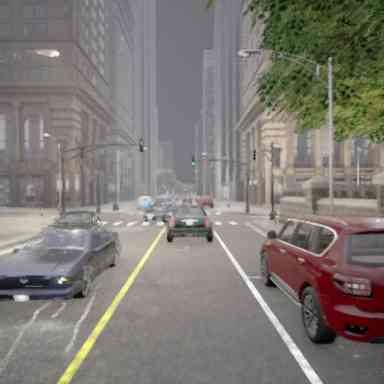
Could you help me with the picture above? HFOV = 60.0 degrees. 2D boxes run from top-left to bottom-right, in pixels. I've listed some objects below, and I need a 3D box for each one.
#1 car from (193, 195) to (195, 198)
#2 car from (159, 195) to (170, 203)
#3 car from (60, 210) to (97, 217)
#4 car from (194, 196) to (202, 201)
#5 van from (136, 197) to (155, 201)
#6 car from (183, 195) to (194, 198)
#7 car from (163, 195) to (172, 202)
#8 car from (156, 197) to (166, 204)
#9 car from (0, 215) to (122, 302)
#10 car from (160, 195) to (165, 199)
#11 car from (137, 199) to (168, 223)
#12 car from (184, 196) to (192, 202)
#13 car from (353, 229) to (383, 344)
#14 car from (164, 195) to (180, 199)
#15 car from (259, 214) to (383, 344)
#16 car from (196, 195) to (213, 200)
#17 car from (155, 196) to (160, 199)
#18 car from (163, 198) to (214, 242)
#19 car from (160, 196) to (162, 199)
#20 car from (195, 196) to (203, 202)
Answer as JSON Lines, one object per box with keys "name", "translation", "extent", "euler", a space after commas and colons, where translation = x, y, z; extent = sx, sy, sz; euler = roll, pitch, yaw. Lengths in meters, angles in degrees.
{"name": "car", "translation": [1.891, 1.768, 71.269], "extent": [2.008, 1.369, 4.403], "euler": [0, 0, -1]}
{"name": "car", "translation": [-6.770, 1.628, 82.039], "extent": [2.192, 1.841, 5.009], "euler": [0, 0, -1]}
{"name": "car", "translation": [-5.961, 1.648, 17.297], "extent": [1.947, 1.339, 4.313], "euler": [0, 0, -1]}
{"name": "car", "translation": [1.620, 1.851, 93.030], "extent": [1.887, 1.381, 4.507], "euler": [0, 0, -1]}
{"name": "van", "translation": [-6.295, 1.504, 43.954], "extent": [1.690, 1.788, 3.998], "euler": [0, 0, -1]}
{"name": "car", "translation": [-0.920, 1.602, 75.014], "extent": [2.097, 1.767, 4.553], "euler": [0, 0, -1]}
{"name": "car", "translation": [-6.905, 1.672, 92.920], "extent": [2.192, 1.841, 5.009], "euler": [0, 0, -1]}
{"name": "car", "translation": [-6.633, 1.814, 71.156], "extent": [1.887, 1.381, 4.507], "euler": [0, 0, -1]}
{"name": "car", "translation": [-3.184, 1.592, 8.832], "extent": [2.033, 1.411, 5.357], "euler": [0, 0, -1]}
{"name": "car", "translation": [-6.498, 1.791, 60.274], "extent": [1.947, 1.339, 4.313], "euler": [0, 0, -1]}
{"name": "car", "translation": [-1.923, 1.574, 25.938], "extent": [2.128, 1.511, 4.902], "euler": [0, 0, 27]}
{"name": "car", "translation": [-1.045, 1.693, 85.046], "extent": [1.882, 1.535, 5.008], "euler": [0, 0, -1]}
{"name": "car", "translation": [2.768, 1.301, 0.844], "extent": [2.192, 1.841, 5.009], "euler": [0, 0, -1]}
{"name": "car", "translation": [-3.776, 1.764, 62.509], "extent": [2.033, 1.411, 5.357], "euler": [0, 0, 0]}
{"name": "car", "translation": [2.700, 1.317, 6.368], "extent": [2.192, 1.841, 5.009], "euler": [0, 0, -1]}
{"name": "car", "translation": [2.161, 1.446, 49.509], "extent": [2.192, 1.841, 5.009], "euler": [0, 0, -1]}
{"name": "car", "translation": [-6.362, 1.623, 49.393], "extent": [1.967, 1.590, 4.097], "euler": [0, 0, -1]}
{"name": "car", "translation": [-0.114, 1.397, 16.703], "extent": [2.097, 1.767, 4.553], "euler": [0, 0, 0]}
{"name": "car", "translation": [-6.430, 1.748, 54.833], "extent": [1.887, 1.381, 4.507], "euler": [0, 0, -1]}
{"name": "car", "translation": [1.755, 1.702, 82.150], "extent": [1.967, 1.590, 4.097], "euler": [0, 0, -1]}
